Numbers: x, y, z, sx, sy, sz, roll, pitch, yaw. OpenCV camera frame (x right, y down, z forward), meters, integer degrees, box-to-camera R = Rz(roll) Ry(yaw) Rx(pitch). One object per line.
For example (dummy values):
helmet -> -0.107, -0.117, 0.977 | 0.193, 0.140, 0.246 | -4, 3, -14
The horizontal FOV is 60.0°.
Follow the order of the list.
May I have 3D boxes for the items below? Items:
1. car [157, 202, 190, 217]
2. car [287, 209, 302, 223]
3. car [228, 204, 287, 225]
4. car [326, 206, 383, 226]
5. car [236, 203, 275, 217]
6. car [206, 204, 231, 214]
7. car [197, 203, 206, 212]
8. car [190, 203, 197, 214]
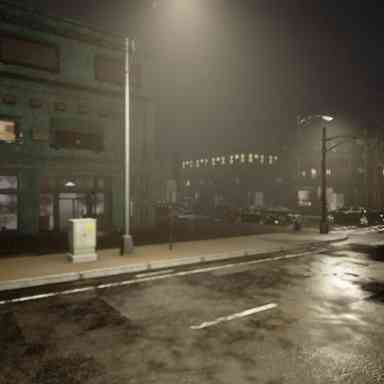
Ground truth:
car -> -2.563, 2.045, 39.328 | 1.967, 1.590, 4.097 | -1, 0, -35
car -> 7.458, 1.939, 29.743 | 2.128, 1.511, 4.902 | 0, -1, -37
car -> 5.399, 2.012, 27.960 | 1.947, 1.339, 4.313 | -1, 0, -35
car -> 13.160, 1.887, 27.131 | 1.837, 1.490, 4.892 | 1, -1, -33
car -> 7.475, 2.090, 39.689 | 2.008, 1.369, 4.403 | -1, 0, -35
car -> 4.261, 2.184, 44.196 | 1.802, 1.307, 4.206 | -1, 0, -36
car -> 1.048, 2.246, 48.701 | 1.802, 1.307, 4.206 | -1, 0, -35
car -> -1.843, 2.136, 42.805 | 1.837, 1.490, 4.892 | 0, -1, -35
